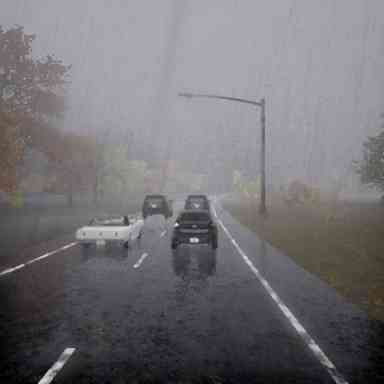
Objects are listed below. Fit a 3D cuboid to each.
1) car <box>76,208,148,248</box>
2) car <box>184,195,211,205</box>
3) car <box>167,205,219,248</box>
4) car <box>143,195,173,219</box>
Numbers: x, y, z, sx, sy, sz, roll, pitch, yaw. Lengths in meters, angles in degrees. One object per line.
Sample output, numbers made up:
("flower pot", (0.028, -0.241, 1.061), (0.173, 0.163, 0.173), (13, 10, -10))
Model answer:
("car", (-3.376, 1.618, 14.704), (1.895, 1.301, 4.718), (0, 0, 1))
("car", (0.492, 1.262, 29.614), (2.150, 2.045, 5.566), (0, 0, 2))
("car", (0.123, 1.517, 14.616), (1.837, 1.490, 4.892), (0, 0, 1))
("car", (-3.006, 1.263, 29.730), (2.150, 2.045, 5.566), (0, 0, 2))
